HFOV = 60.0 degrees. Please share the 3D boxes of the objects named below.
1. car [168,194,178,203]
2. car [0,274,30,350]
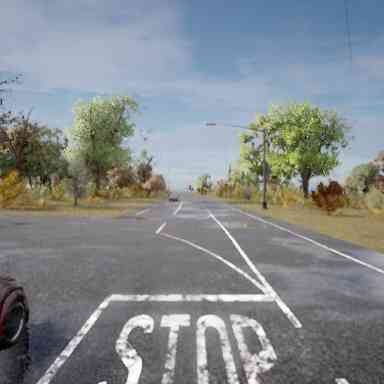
[{"bbox_3d":[-3.639,1.233,64.581,1.882,1.535,5.008,0,0,-1],"label":"car"},{"bbox_3d":[-3.491,1.560,3.416,1.994,1.385,4.181,0,0,0],"label":"car"}]
